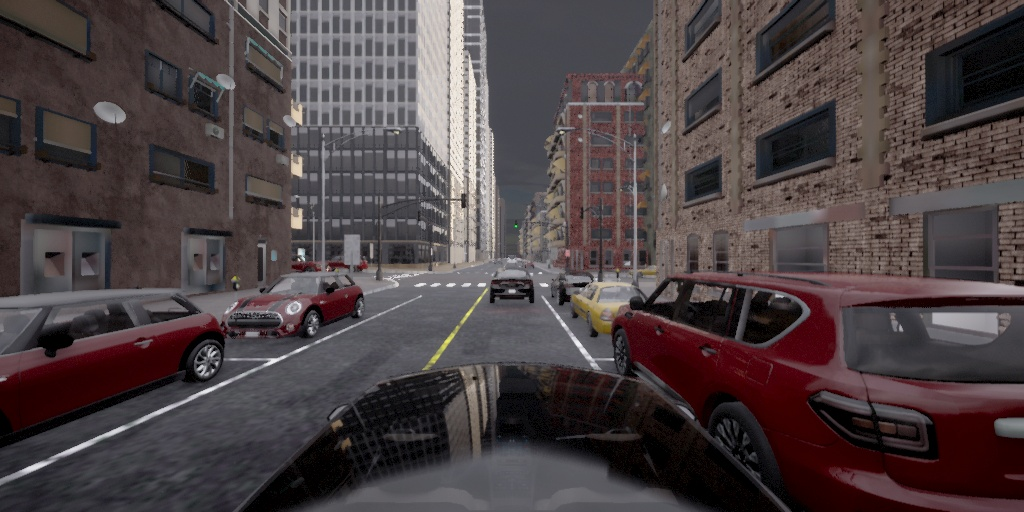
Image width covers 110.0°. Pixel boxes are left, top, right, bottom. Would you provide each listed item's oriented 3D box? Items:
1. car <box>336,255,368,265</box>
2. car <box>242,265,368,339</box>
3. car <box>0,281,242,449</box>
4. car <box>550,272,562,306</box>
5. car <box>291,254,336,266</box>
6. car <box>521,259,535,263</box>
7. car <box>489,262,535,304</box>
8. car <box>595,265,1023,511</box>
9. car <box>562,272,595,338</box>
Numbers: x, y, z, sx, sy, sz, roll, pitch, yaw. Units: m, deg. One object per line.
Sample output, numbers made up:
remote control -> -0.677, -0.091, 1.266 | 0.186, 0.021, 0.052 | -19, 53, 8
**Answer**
car -> -17.711, 0.780, 37.560 | 5.009, 1.841, 2.192 | 0, 0, 0
car -> -5.691, 1.188, 9.832 | 1.967, 1.591, 4.097 | 0, 0, 0
car -> -5.691, 1.187, 4.149 | 1.967, 1.591, 4.097 | 0, 0, 0
car -> 2.689, 1.315, 15.516 | 1.948, 1.339, 4.313 | 0, 0, 0
car -> -17.576, 0.759, 29.181 | 5.009, 1.841, 2.192 | 0, 0, 0
car -> 2.740, 1.349, 57.539 | 1.802, 1.307, 4.207 | 0, 0, 0
car -> 0.000, 1.236, 16.500 | 1.882, 1.535, 5.008 | 0, 0, 0
car -> 2.689, 1.062, 4.151 | 2.192, 1.841, 5.009 | 0, 0, 0
car -> 2.690, 1.274, 10.004 | 1.751, 1.417, 4.829 | 0, 0, 0
